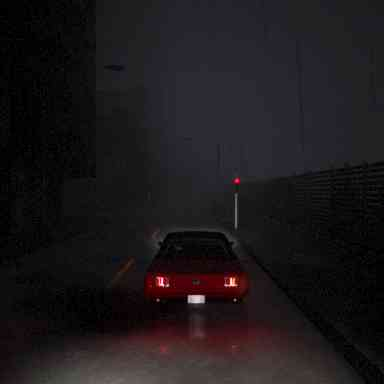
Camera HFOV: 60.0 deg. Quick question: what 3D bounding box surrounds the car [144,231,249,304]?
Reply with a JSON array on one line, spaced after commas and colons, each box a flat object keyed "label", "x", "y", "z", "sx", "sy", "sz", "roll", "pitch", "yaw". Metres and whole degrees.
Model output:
[{"label": "car", "x": 0.089, "y": 1.601, "z": 8.082, "sx": 1.895, "sy": 1.301, "sz": 4.718, "roll": 0, "pitch": 0, "yaw": 0}]
